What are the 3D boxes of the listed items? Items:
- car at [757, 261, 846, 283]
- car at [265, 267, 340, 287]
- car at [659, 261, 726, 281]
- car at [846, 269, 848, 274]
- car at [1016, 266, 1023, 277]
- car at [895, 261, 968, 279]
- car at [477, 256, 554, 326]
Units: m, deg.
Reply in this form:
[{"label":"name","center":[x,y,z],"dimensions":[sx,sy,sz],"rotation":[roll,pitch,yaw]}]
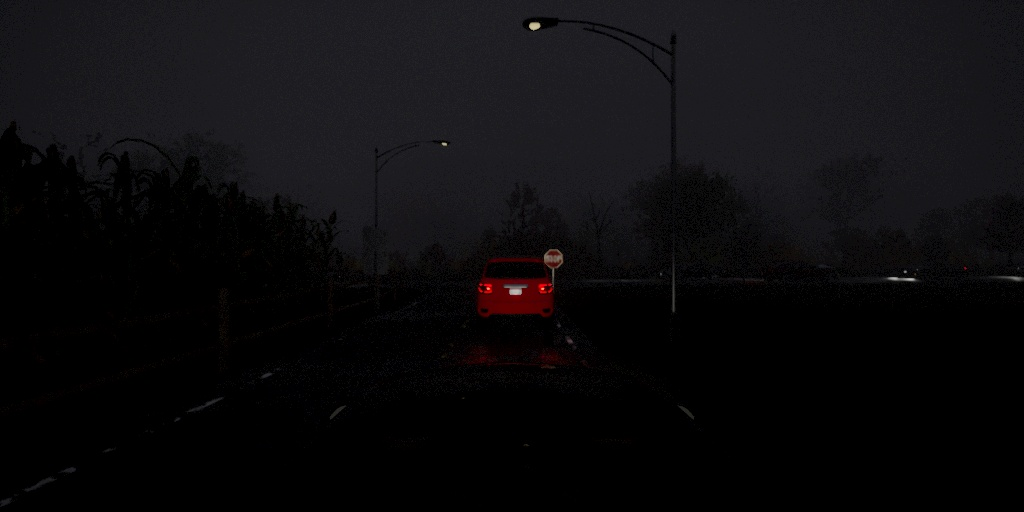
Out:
[{"label":"car","center":[20.575,1.121,25.927],"dimensions":[5.008,1.535,1.882],"rotation":[0,0,1]},{"label":"car","center":[-15.515,1.482,26.337],"dimensions":[5.357,1.411,2.033],"rotation":[0,0,1]},{"label":"car","center":[14.500,1.179,28.945],"dimensions":[4.902,1.511,2.128],"rotation":[0,0,1]},{"label":"car","center":[23.879,1.209,28.837],"dimensions":[4.718,1.301,1.895],"rotation":[0,0,1]},{"label":"car","center":[43.395,0.959,28.568],"dimensions":[4.674,1.442,1.812],"rotation":[-1,0,1]},{"label":"car","center":[33.514,1.088,28.720],"dimensions":[4.181,1.385,1.994],"rotation":[-1,0,1]},{"label":"car","center":[0.095,1.002,11.859],"dimensions":[2.150,2.045,5.566],"rotation":[0,0,0]}]
